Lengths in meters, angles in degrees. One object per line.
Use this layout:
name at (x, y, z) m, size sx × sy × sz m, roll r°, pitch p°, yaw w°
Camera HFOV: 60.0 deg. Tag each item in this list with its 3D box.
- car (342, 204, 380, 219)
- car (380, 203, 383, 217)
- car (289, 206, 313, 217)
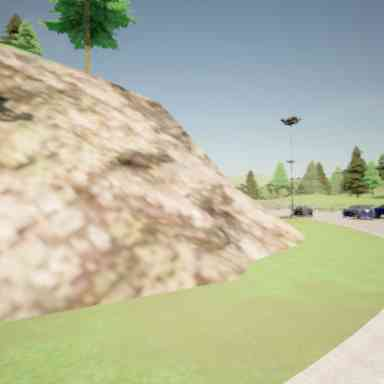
car at (19.601, 2.268, 39.412) m, size 2.097 × 1.767 × 4.553 m, roll -1°, pitch -2°, yaw -1°
car at (23.238, 2.046, 38.239) m, size 2.150 × 2.045 × 5.566 m, roll 0°, pitch -2°, yaw -1°
car at (15.612, 2.721, 47.744) m, size 2.128 × 1.511 × 4.902 m, roll 0°, pitch -2°, yaw -6°
